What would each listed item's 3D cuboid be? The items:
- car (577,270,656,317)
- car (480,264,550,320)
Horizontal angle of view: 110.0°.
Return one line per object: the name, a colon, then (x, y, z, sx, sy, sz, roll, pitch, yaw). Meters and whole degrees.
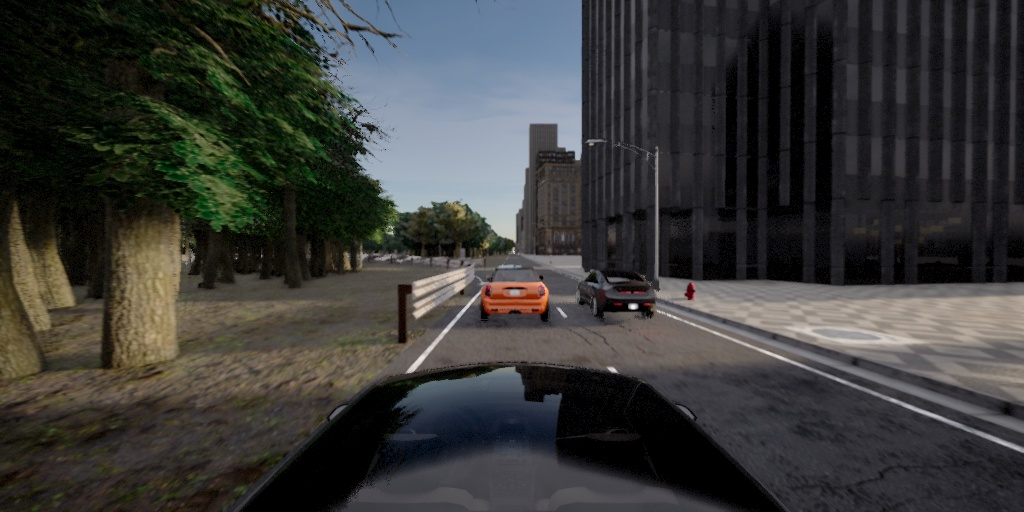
car: (3.581, 1.236, 12.992, 1.837, 1.490, 4.892, 0, 0, 0)
car: (0.085, 1.083, 12.625, 2.097, 1.767, 4.553, 0, 0, 0)
